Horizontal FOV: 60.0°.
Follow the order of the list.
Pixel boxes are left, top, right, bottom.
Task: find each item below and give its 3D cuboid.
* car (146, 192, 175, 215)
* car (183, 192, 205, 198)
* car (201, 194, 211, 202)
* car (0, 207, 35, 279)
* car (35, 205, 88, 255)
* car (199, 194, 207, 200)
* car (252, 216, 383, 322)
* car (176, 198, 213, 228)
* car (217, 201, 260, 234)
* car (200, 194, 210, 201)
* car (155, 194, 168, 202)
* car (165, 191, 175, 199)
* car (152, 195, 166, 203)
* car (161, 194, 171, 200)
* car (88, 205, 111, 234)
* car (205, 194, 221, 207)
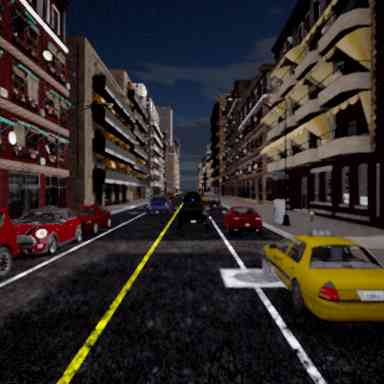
[{"bbox_3d":[-3.023,1.165,31.232,2.097,1.767,4.553,0,0,0],"label":"car"},{"bbox_3d":[0.069,0.984,40.100,2.150,2.045,5.566,0,1,0],"label":"car"},{"bbox_3d":[2.647,1.144,63.586,1.752,1.417,4.829,0,0,0],"label":"car"},{"bbox_3d":[-5.693,1.273,7.052,2.192,1.841,5.009,0,0,0],"label":"car"},{"bbox_3d":[-5.698,1.364,12.688,1.967,1.590,4.097,0,0,0],"label":"car"},{"bbox_3d":[2.634,1.099,80.325,1.802,1.307,4.206,0,0,0],"label":"car"},{"bbox_3d":[2.686,1.482,7.226,1.752,1.417,4.829,0,0,0],"label":"car"},{"bbox_3d":[0.086,1.380,20.966,1.837,1.490,4.892,0,0,0],"label":"car"},{"bbox_3d":[2.678,1.436,18.328,1.887,1.381,4.507,0,0,0],"label":"car"},{"bbox_3d":[2.642,1.151,69.053,1.947,1.339,4.313,0,0,0],"label":"car"},{"bbox_3d":[-5.735,1.170,63.415,2.008,1.369,4.403,0,0,0],"label":"car"},{"bbox_3d":[-5.750,0.797,85.958,2.192,1.841,5.009,0,0,0],"label":"car"},{"bbox_3d":[-5.730,1.204,57.778,2.008,1.369,4.403,0,0,0],"label":"car"},{"bbox_3d":[-5.743,1.095,74.687,1.887,1.381,4.507,0,0,0],"label":"car"},{"bbox_3d":[-5.702,1.435,18.326,1.887,1.381,4.507,0,0,0],"label":"car"},{"bbox_3d":[2.662,1.307,40.872,2.008,1.369,4.403,0,0,0],"label":"car"}]
